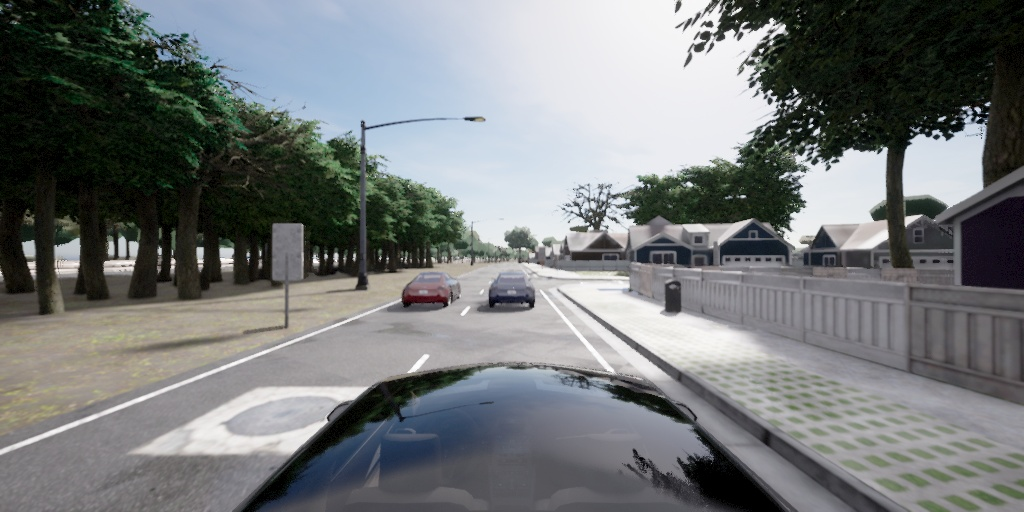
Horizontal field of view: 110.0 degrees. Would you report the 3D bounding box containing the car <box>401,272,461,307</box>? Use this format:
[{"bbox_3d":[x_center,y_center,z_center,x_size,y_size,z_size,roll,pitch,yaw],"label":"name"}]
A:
[{"bbox_3d":[-3.505,1.403,16.201,1.994,1.385,4.181,0,0,0],"label":"car"}]

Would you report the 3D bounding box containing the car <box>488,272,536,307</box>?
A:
[{"bbox_3d":[-0.001,1.403,16.092,1.994,1.385,4.181,0,0,0],"label":"car"}]
